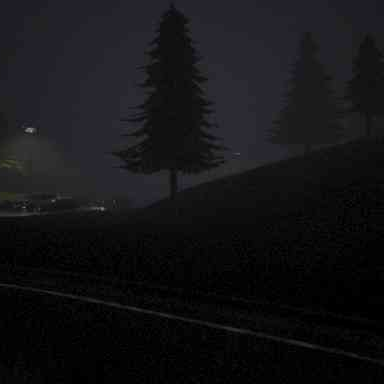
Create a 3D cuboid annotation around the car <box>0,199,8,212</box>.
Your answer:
[{"bbox_3d":[-18.775,1.195,27.482,2.150,2.045,5.566,0,0,26],"label":"car"}]

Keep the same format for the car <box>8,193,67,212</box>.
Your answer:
[{"bbox_3d":[-17.550,1.184,37.969,2.150,2.045,5.566,0,0,26],"label":"car"}]

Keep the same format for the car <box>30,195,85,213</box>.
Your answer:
[{"bbox_3d":[-14.514,1.454,36.203,2.128,1.511,4.902,0,0,26],"label":"car"}]

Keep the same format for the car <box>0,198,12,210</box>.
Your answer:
[{"bbox_3d":[-24.371,1.486,39.927,1.812,1.442,4.674,0,0,26],"label":"car"}]

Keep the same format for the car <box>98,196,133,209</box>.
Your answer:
[{"bbox_3d":[-10.102,1.304,45.214,2.097,1.767,4.553,0,0,26],"label":"car"}]

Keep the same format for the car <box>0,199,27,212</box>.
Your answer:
[{"bbox_3d":[-21.483,1.563,37.888,1.895,1.301,4.718,0,0,26],"label":"car"}]

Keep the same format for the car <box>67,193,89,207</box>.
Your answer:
[{"bbox_3d":[-16.889,1.305,47.272,2.097,1.767,4.553,0,0,26],"label":"car"}]

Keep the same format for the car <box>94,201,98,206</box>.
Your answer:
[{"bbox_3d":[-11.991,1.495,49.311,2.033,1.411,5.357,0,0,26],"label":"car"}]

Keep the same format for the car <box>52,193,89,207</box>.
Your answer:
[{"bbox_3d":[-18.704,1.170,51.525,2.150,2.045,5.566,0,0,26],"label":"car"}]
